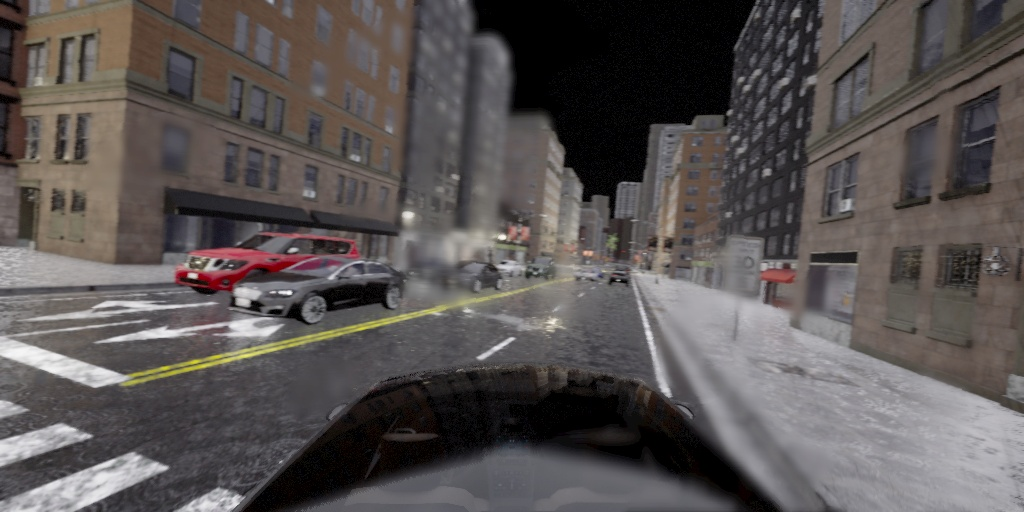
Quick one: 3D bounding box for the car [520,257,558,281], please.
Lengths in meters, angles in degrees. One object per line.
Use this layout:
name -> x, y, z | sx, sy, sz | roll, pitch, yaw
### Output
car -> 2.841, 1.139, 33.100 | 2.150, 2.045, 5.566 | 5, 1, 17

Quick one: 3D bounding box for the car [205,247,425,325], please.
car -> -4.776, 0.759, 9.723 | 2.128, 1.511, 4.902 | 5, 0, 18

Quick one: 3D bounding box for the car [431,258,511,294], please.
car -> -1.918, 1.020, 18.532 | 1.837, 1.490, 4.892 | 5, 0, 18

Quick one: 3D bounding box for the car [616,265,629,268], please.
car -> 15.445, 2.288, 50.341 | 2.150, 2.045, 5.566 | 5, 1, 18

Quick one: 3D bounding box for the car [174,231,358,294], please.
car -> -7.461, 0.226, 11.927 | 2.150, 2.045, 5.566 | 5, 0, 16

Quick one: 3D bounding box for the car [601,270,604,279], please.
car -> 11.404, 2.253, 48.715 | 1.994, 1.385, 4.181 | 5, 0, 18

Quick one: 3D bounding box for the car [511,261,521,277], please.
car -> -0.352, 1.146, 33.786 | 1.812, 1.442, 4.674 | 5, 0, 18

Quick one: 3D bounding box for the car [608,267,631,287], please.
car -> 10.701, 2.165, 35.789 | 1.837, 1.490, 4.892 | 5, -2, 18

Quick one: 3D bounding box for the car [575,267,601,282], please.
car -> 7.840, 1.990, 37.660 | 1.895, 1.301, 4.718 | 5, 0, 19

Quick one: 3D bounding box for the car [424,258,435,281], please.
car -> -4.553, 0.821, 20.904 | 1.994, 1.385, 4.181 | 5, 0, 18
